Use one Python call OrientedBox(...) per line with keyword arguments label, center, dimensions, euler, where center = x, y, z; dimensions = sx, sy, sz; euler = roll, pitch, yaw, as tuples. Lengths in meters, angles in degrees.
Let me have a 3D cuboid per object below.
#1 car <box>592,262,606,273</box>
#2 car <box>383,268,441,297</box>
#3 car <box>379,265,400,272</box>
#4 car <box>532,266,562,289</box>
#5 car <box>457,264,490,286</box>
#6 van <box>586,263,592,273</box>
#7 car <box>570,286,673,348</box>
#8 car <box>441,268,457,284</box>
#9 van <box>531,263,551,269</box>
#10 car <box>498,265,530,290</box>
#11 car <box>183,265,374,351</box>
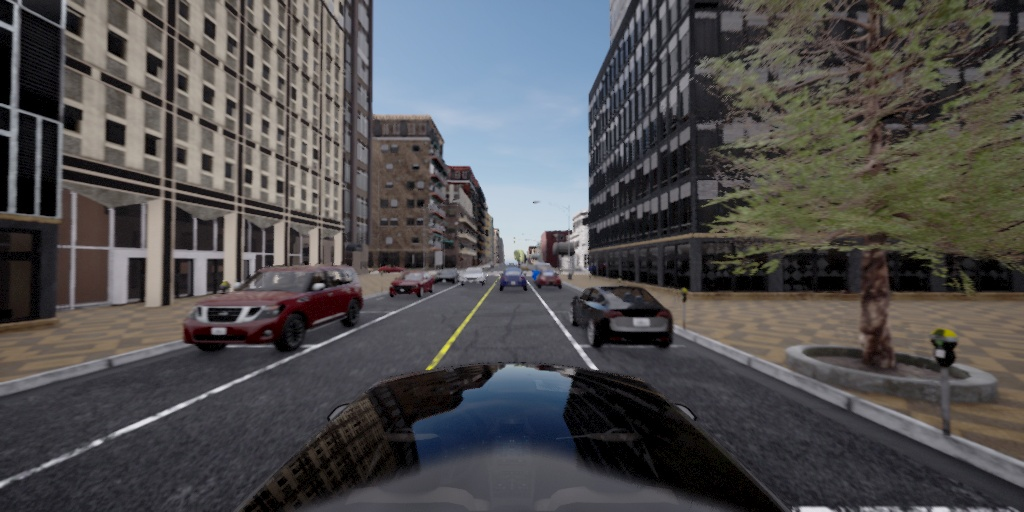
OrientedBox(label="car", center=(14.913, 1.829, 53.073), dimensions=(5.009, 1.841, 2.192), euler=(0, 0, 0))
OrientedBox(label="car", center=(-5.693, 1.562, 20.839), dimensions=(1.888, 1.381, 4.507), euler=(0, 0, 0))
OrientedBox(label="car", center=(-17.473, 2.004, 52.993), dimensions=(4.207, 1.307, 1.802), euler=(0, 0, 0))
OrientedBox(label="car", center=(2.654, 1.679, 26.502), dimensions=(1.802, 1.307, 4.207), euler=(0, 0, 0))
OrientedBox(label="car", center=(-3.097, 1.665, 29.533), dimensions=(1.812, 1.442, 4.674), euler=(0, -1, 0))
OrientedBox(label="van", center=(14.890, 2.014, 61.452), dimensions=(3.998, 1.789, 1.690), euler=(0, 0, 0))
OrientedBox(label="car", center=(2.657, 1.422, 9.436), dimensions=(1.948, 1.339, 4.313), euler=(0, 0, 0))
OrientedBox(label="car", center=(-5.694, 1.744, 32.215), dimensions=(1.948, 1.339, 4.313), euler=(0, 0, 0))
OrientedBox(label="van", center=(2.653, 1.519, 32.190), dimensions=(1.690, 1.789, 3.998), euler=(0, 0, 0))
OrientedBox(label="car", center=(0.092, 1.608, 25.509), dimensions=(1.812, 1.442, 4.674), euler=(0, -1, 0))
OrientedBox(label="car", center=(-5.691, 1.172, 9.461), dimensions=(2.192, 1.841, 5.009), euler=(0, 0, 0))
